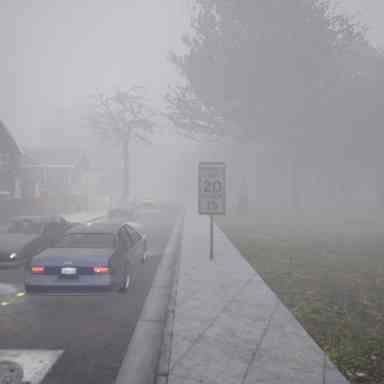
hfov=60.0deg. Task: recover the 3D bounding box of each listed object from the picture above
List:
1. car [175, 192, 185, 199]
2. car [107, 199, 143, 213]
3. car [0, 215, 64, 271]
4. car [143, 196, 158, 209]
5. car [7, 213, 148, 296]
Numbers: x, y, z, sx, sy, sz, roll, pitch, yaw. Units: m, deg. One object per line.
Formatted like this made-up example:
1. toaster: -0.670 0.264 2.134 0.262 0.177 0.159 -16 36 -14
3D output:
1. car: -3.472 0.939 92.678 2.150 2.045 5.566 0 0 -1
2. car: -5.425 1.359 26.777 1.882 1.535 5.008 0 0 -1
3. car: -5.219 1.485 10.861 2.033 1.411 5.357 0 0 -1
4. car: -5.561 1.306 43.158 1.882 1.535 5.008 0 0 -1
5. car: -2.340 1.512 8.732 2.033 1.411 5.357 0 0 -1
